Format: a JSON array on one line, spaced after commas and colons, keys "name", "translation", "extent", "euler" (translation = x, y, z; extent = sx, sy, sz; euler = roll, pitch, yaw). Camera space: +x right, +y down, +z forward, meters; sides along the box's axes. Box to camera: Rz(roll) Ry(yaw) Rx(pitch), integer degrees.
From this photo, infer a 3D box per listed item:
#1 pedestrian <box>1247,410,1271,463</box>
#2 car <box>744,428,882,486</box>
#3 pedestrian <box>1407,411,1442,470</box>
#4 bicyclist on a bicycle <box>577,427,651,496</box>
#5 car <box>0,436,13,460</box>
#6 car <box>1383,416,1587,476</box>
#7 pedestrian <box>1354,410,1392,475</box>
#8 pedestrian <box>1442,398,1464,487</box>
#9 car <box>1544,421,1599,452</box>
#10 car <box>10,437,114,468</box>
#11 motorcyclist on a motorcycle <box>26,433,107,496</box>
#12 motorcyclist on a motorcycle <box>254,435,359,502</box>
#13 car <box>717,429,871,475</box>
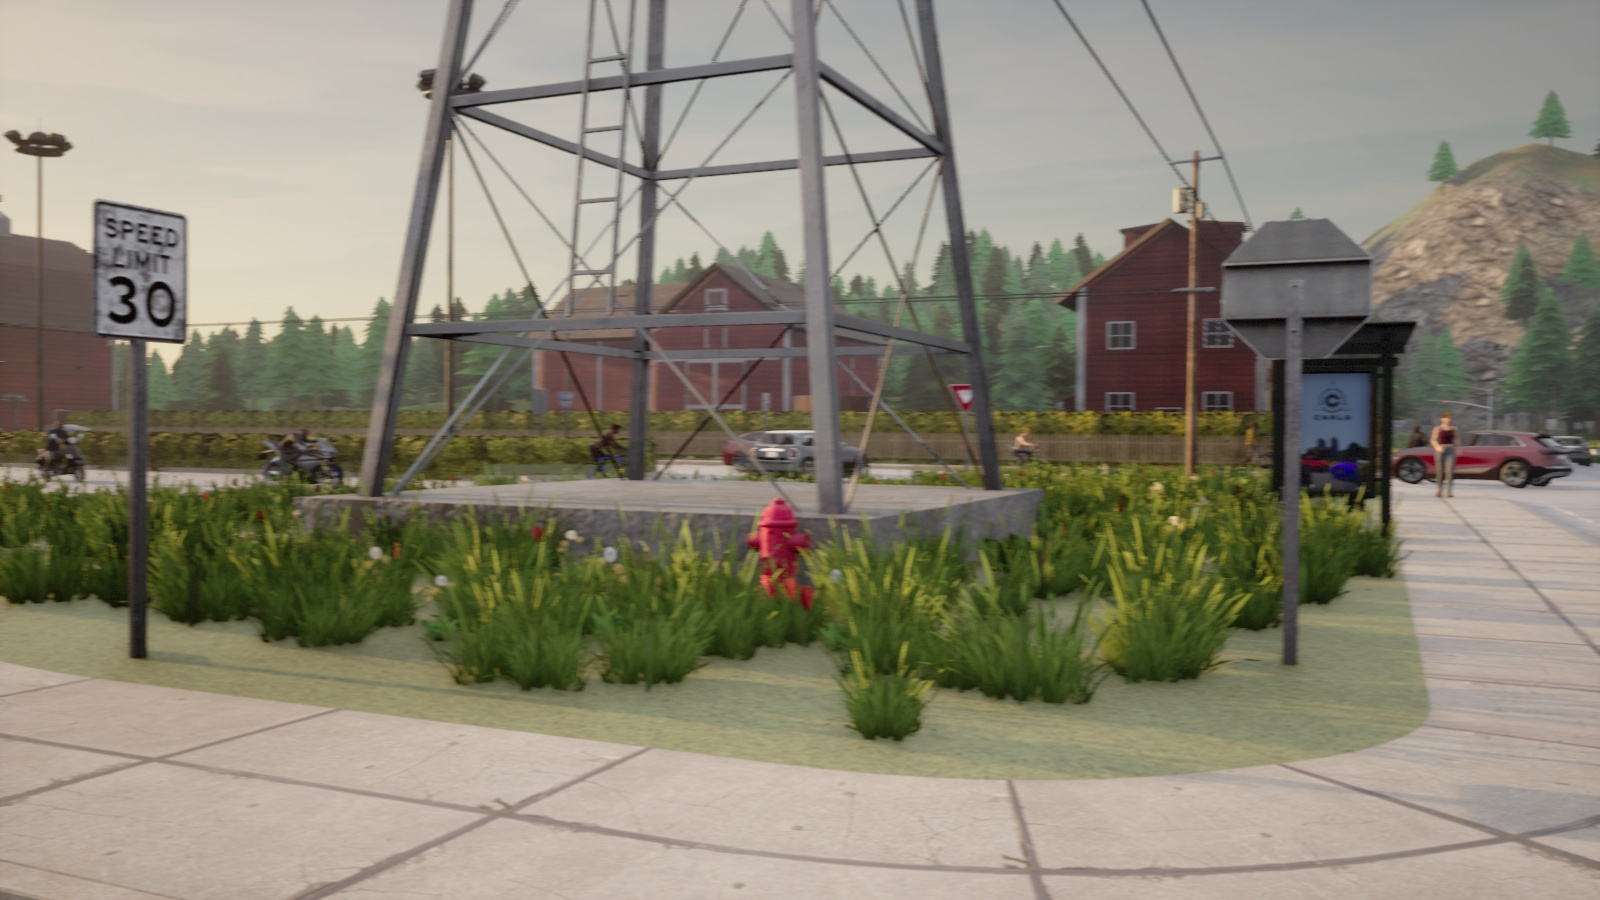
[{"name": "pedestrian", "translation": [15.951, -0.460, 43.642], "extent": [0.726, 1.835, 0.370], "euler": [0, 1, 28]}, {"name": "car", "translation": [0.406, 0.151, 34.544], "extent": [1.970, 1.475, 3.806], "euler": [0, 1, 35]}, {"name": "pedestrian", "translation": [20.116, -0.323, 40.452], "extent": [0.849, 1.883, 0.563], "euler": [-1, 1, -19]}, {"name": "bicyclist on a bicycle", "translation": [-4.436, 0.260, 29.948], "extent": [1.656, 1.620, 0.582], "euler": [-1, 1, -22]}, {"name": "car", "translation": [-51.314, -0.092, 77.103], "extent": [4.902, 1.511, 2.128], "euler": [-2, 1, -37]}, {"name": "car", "translation": [20.017, -0.121, 36.887], "extent": [2.033, 1.649, 4.856], "euler": [-1, 1, -41]}, {"name": "pedestrian", "translation": [16.585, -0.222, 36.352], "extent": [0.634, 1.844, 0.899], "euler": [-1, 1, -3]}, {"name": "pedestrian", "translation": [13.692, -0.166, 26.335], "extent": [0.345, 1.836, 0.594], "euler": [0, 1, 22]}, {"name": "car", "translation": [38.521, -0.679, 62.707], "extent": [1.970, 1.475, 3.806], "euler": [0, 1, 25]}, {"name": "car", "translation": [-37.421, 0.118, 63.650], "extent": [4.792, 1.488, 2.163], "euler": [0, 1, 24]}, {"name": "motorcyclist on a motorcycle", "translation": [-18.922, 0.371, 32.399], "extent": [1.817, 1.590, 0.866], "euler": [0, 1, 24]}, {"name": "motorcyclist on a motorcycle", "translation": [-11.529, 0.424, 29.366], "extent": [2.191, 1.530, 0.866], "euler": [0, 1, 17]}, {"name": "car", "translation": [-0.205, 0.062, 42.858], "extent": [4.792, 1.488, 2.163], "euler": [0, 1, 24]}]
